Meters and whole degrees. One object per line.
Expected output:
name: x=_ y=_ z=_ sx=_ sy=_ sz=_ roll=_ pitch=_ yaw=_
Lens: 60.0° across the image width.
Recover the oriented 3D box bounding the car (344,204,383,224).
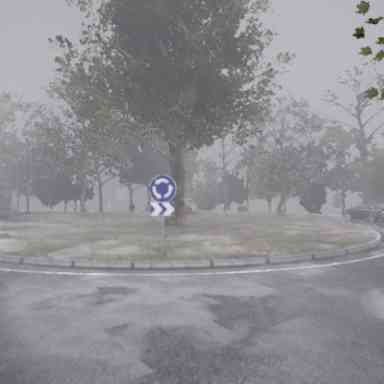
car: x=14.096 y=1.683 z=26.403 sx=2.128 sy=1.511 sz=4.902 roll=0 pitch=0 yaw=-8

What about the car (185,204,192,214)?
car: x=-2.129 y=1.845 z=38.890 sx=4.181 sy=1.385 sz=1.994 roll=0 pitch=-1 yaw=0

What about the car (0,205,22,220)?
car: x=-16.974 y=1.751 z=27.963 sx=2.033 sy=1.411 sz=5.357 roll=0 pitch=0 yaw=18
